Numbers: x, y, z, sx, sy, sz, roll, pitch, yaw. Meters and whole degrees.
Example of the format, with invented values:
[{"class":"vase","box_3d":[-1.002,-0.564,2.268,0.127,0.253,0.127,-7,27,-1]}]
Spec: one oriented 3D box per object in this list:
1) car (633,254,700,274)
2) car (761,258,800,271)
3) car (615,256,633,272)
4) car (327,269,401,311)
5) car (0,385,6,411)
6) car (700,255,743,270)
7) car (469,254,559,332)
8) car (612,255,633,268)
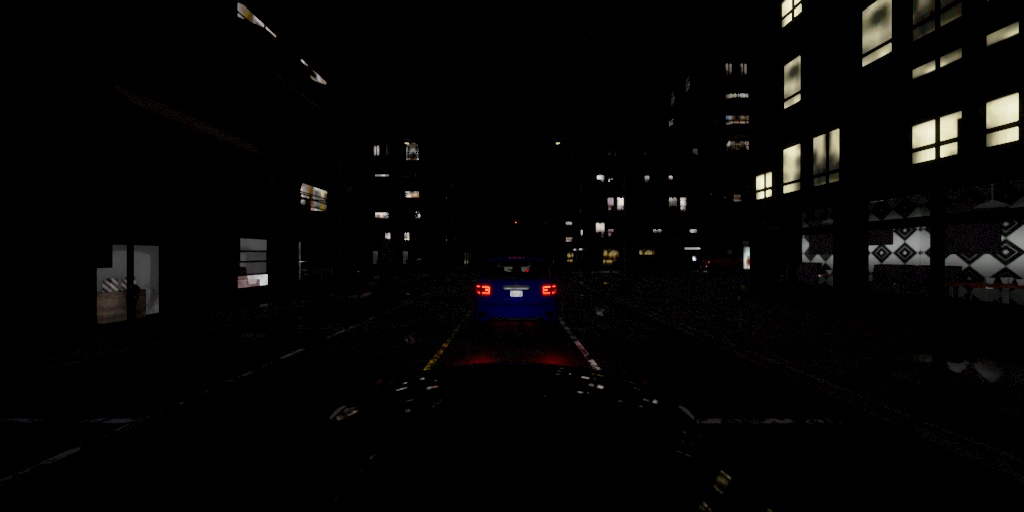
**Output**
[{"class":"car","box_3d":[14.738,0.777,34.392,5.009,1.841,2.192,0,0,0]},{"class":"car","box_3d":[25.831,0.820,34.479,4.313,1.339,1.948,0,0,0]},{"class":"car","box_3d":[14.451,0.981,40.161,4.674,1.442,1.812,-1,0,-1]},{"class":"car","box_3d":[-5.729,1.331,14.429,1.802,1.307,4.207,0,0,0]},{"class":"car","box_3d":[-5.690,1.300,1.512,2.007,1.370,4.403,0,0,0]},{"class":"car","box_3d":[23.416,0.640,40.250,4.553,1.767,2.097,-1,0,-1]},{"class":"car","box_3d":[0.106,0.971,11.021,2.150,2.045,5.566,0,0,0]},{"class":"car","box_3d":[14.610,0.762,42.771,5.009,1.841,2.192,0,0,0]}]
